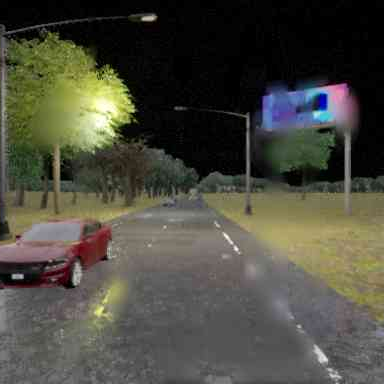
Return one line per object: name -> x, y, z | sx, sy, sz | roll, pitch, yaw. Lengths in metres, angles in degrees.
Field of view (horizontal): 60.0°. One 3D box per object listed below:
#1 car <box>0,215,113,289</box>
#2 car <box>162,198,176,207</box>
car -> -3.607, 1.470, 9.367 | 1.882, 1.535, 5.008 | 0, 0, 0
car -> -3.534, 1.669, 52.947 | 1.994, 1.385, 4.181 | 0, 0, 1
